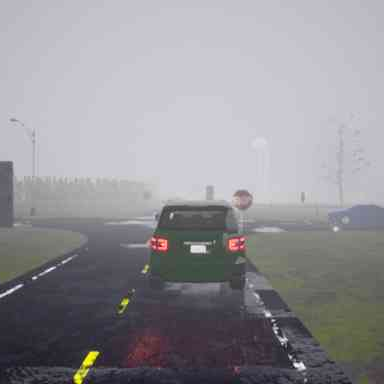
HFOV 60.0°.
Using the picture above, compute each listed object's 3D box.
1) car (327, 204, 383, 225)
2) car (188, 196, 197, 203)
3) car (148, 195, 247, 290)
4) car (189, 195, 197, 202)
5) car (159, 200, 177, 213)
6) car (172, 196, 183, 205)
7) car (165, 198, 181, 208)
[{"bbox_3d":[12.930,1.664,25.380,5.008,1.535,1.882,1,1,0],"label":"car"},{"bbox_3d":[0.165,1.573,70.201,1.812,1.442,4.674,0,0,0],"label":"car"},{"bbox_3d":[0.108,1.219,9.220,2.150,2.045,5.566,0,0,0],"label":"car"},{"bbox_3d":[0.184,1.476,80.204,1.882,1.535,5.008,0,0,0],"label":"car"},{"bbox_3d":[-2.731,1.612,38.874,1.895,1.301,4.718,0,0,-1],"label":"car"},{"bbox_3d":[-2.637,1.564,61.593,1.812,1.442,4.674,0,0,1],"label":"car"},{"bbox_3d":[-2.709,1.585,48.831,1.994,1.385,4.181,0,0,1],"label":"car"}]
